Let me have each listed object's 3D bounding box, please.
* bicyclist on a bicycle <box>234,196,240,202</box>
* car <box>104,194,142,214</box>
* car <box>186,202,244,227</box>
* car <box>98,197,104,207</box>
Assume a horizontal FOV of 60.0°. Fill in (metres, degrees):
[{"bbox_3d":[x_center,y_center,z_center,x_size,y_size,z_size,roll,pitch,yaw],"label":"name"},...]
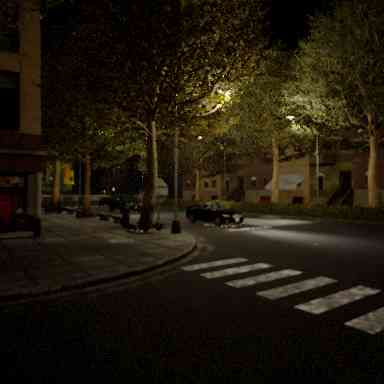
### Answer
[{"bbox_3d":[5.037,1.259,37.851,1.656,1.620,0.582,0,0,-35],"label":"bicyclist on a bicycle"},{"bbox_3d":[-7.039,1.198,35.158,2.150,2.045,5.566,0,0,-33],"label":"car"},{"bbox_3d":[1.457,1.468,22.858,2.128,1.511,4.902,0,0,-34],"label":"car"},{"bbox_3d":[-12.430,1.475,49.176,1.837,1.490,4.892,0,0,-34],"label":"car"}]
